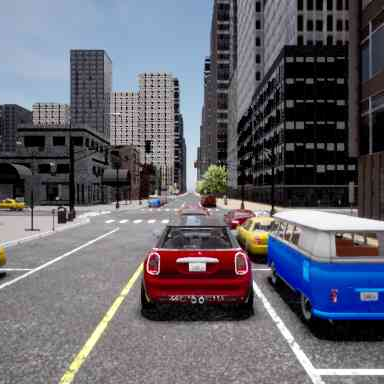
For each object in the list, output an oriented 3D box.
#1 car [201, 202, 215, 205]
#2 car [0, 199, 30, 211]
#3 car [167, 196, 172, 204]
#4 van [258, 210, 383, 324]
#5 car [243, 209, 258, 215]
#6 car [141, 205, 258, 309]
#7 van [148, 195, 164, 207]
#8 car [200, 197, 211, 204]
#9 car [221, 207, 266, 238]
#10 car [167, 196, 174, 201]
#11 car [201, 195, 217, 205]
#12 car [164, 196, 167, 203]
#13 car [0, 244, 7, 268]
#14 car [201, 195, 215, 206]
[{"bbox_3d":[0.089,1.482,17.233,1.882,1.535,5.008,0,0,0],"label":"car"},{"bbox_3d":[-21.432,1.469,38.415,4.829,1.417,1.752,0,0,0],"label":"car"},{"bbox_3d":[-5.734,1.529,67.166,1.967,1.590,4.097,0,0,0],"label":"car"},{"bbox_3d":[2.683,1.341,6.886,1.690,1.788,3.998,0,0,0],"label":"van"},{"bbox_3d":[2.679,1.527,12.720,1.752,1.417,4.829,0,0,0],"label":"car"},{"bbox_3d":[0.094,1.352,8.027,2.097,1.767,4.553,0,0,0],"label":"car"},{"bbox_3d":[-5.724,1.395,50.594,1.690,1.788,3.998,0,0,0],"label":"van"},{"bbox_3d":[2.647,1.655,67.173,1.947,1.339,4.313,0,0,0],"label":"car"},{"bbox_3d":[2.676,1.587,18.213,1.802,1.307,4.206,0,0,0],"label":"car"},{"bbox_3d":[-5.747,1.673,89.091,1.752,1.417,4.829,0,0,0],"label":"car"},{"bbox_3d":[2.655,1.369,50.601,2.192,1.841,5.009,0,0,0],"label":"car"},{"bbox_3d":[-5.727,1.505,56.117,1.967,1.590,4.097,0,0,0],"label":"car"},{"bbox_3d":[-5.697,1.525,6.711,1.752,1.417,4.829,0,0,0],"label":"car"},{"bbox_3d":[2.652,1.380,56.125,2.192,1.841,5.009,0,0,0],"label":"car"}]
